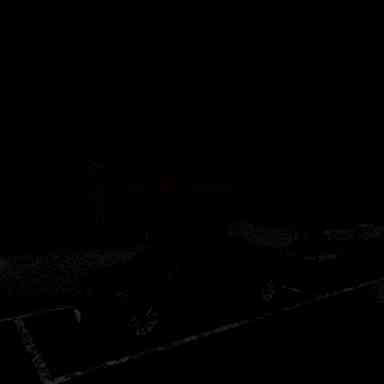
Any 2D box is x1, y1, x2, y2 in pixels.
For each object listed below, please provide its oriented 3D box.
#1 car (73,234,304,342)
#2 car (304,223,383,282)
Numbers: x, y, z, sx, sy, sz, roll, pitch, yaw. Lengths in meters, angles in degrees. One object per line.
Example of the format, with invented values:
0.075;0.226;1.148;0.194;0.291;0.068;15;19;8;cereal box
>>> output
-0.036;1.566;6.510;4.313;1.339;1.947;0;0;-35;car
4.445;1.581;9.702;4.206;1.307;1.802;0;0;-35;car
